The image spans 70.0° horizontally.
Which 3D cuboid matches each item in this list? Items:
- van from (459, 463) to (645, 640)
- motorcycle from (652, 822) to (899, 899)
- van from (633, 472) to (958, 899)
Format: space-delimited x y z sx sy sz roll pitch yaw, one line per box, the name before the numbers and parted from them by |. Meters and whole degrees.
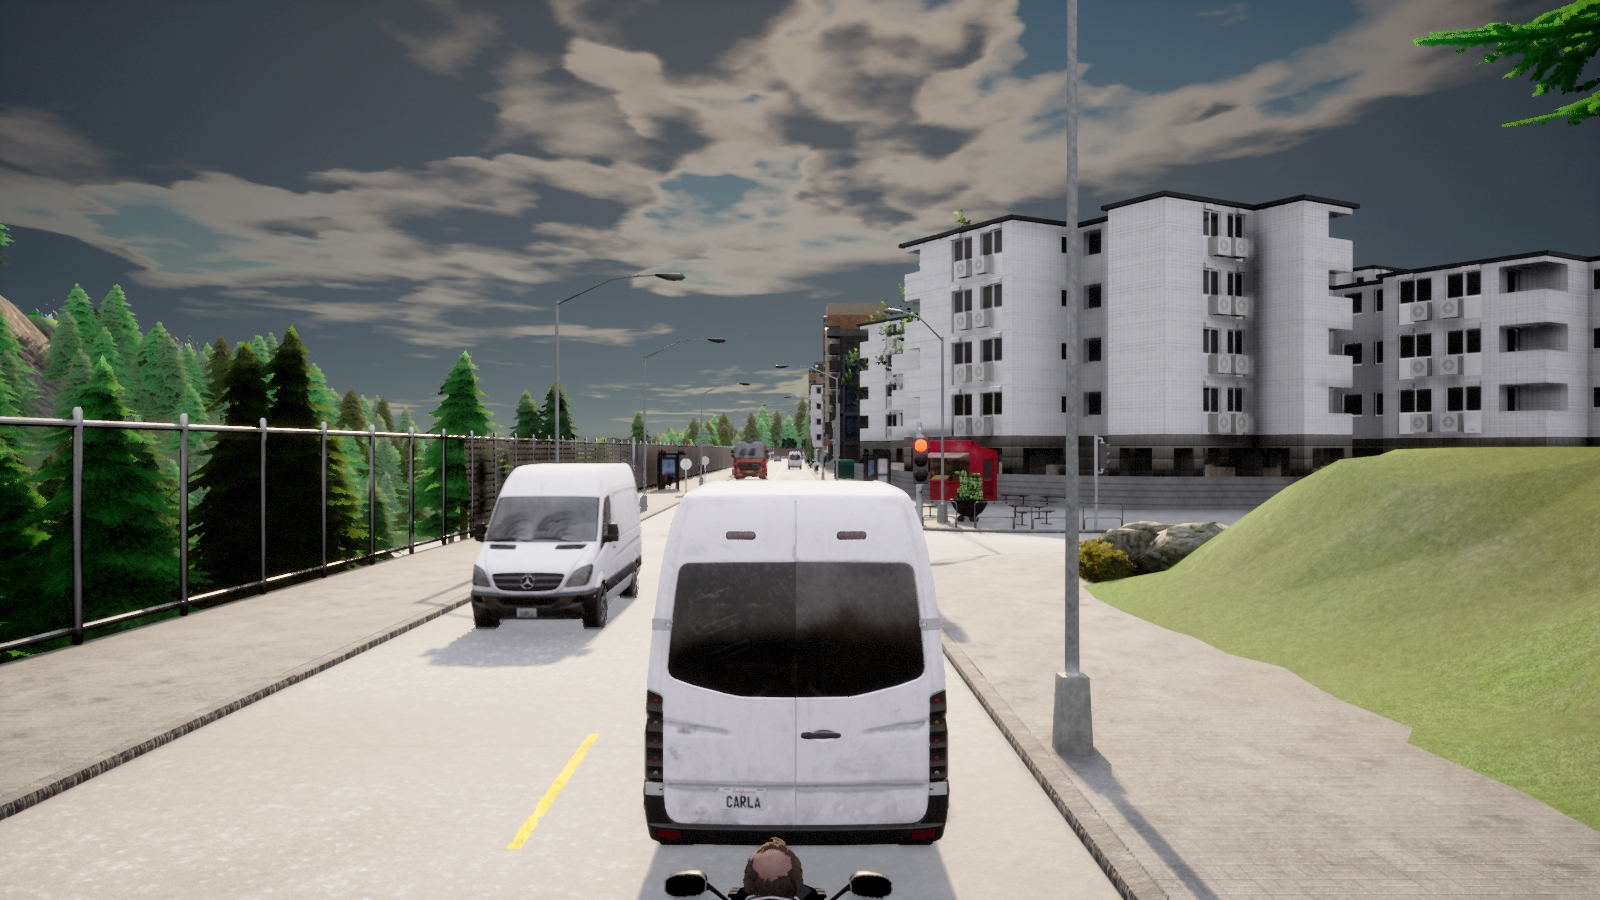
van | -4.074 1.534 19.873 1.988 2.561 5.915 0 0 0
motorcycle | -0.090 2.205 3.746 0.867 1.251 2.209 0 0 1
van | -0.034 1.534 9.946 1.988 2.561 5.915 0 0 0
